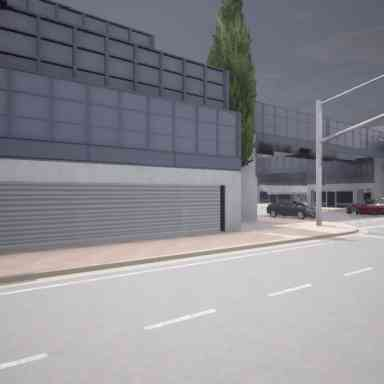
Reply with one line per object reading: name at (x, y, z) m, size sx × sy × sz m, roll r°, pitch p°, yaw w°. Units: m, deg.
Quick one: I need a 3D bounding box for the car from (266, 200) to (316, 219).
car at (8.723, 1.505, 28.929) m, size 1.837 × 1.490 × 4.892 m, roll 0°, pitch 0°, yaw -37°

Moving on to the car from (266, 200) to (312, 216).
car at (9.691, 1.564, 33.481) m, size 1.994 × 1.385 × 4.181 m, roll 0°, pitch 0°, yaw -37°

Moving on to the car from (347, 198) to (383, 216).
car at (16.645, 1.352, 30.423) m, size 2.097 × 1.767 × 4.553 m, roll 0°, pitch 0°, yaw -37°
